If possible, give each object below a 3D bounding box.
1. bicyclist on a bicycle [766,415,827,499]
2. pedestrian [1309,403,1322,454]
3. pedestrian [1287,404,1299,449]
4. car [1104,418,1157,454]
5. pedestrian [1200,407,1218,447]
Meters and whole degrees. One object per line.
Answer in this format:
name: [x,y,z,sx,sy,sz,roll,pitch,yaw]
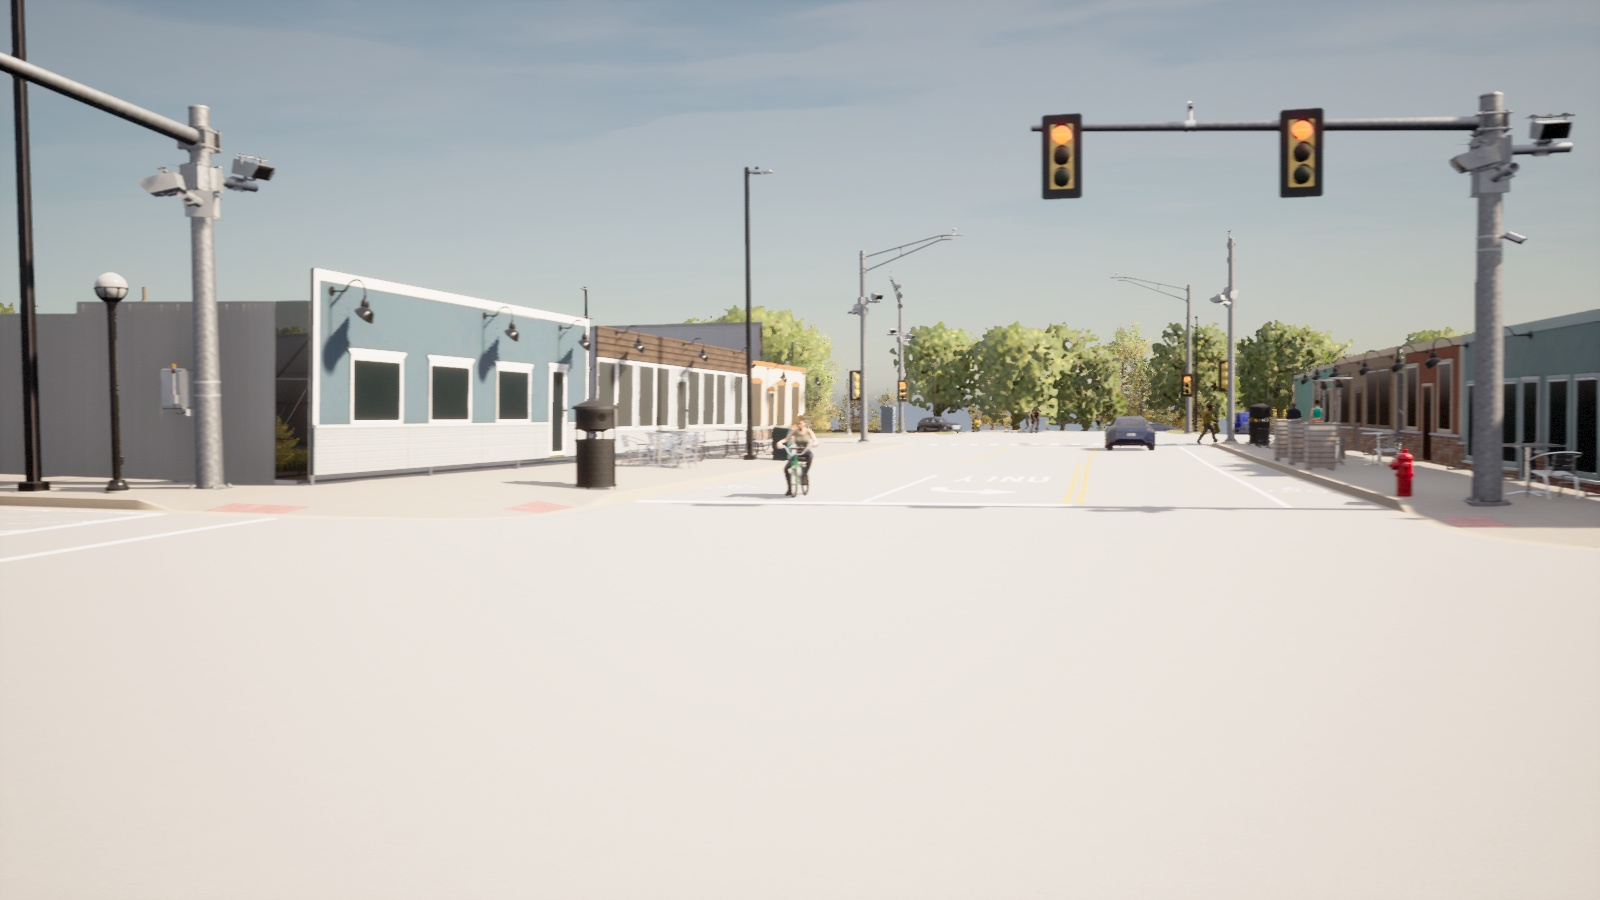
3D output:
bicyclist on a bicycle: [-0.049,0.122,24.766,0.866,1.612,1.509,0,1,14]
pedestrian: [18.694,-0.791,45.518,0.345,1.836,0.594,0,2,16]
pedestrian: [20.544,-0.990,52.329,0.402,1.842,0.726,0,2,15]
car: [13.694,-0.609,52.248,1.994,1.385,4.181,0,2,13]
pedestrian: [18.631,-1.059,57.226,0.709,1.840,0.431,1,2,22]
